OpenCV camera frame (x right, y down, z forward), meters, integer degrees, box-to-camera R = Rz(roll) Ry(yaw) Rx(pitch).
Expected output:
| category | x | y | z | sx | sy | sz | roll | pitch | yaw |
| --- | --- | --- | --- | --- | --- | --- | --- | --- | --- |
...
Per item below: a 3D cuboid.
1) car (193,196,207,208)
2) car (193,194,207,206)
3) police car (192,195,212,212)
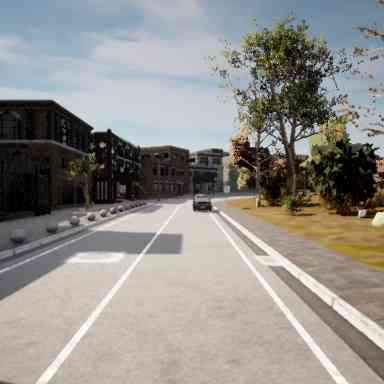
| category | x | y | z | sx | sy | sz | roll | pitch | yaw |
| --- | --- | --- | --- | --- | --- | --- | --- | --- | --- |
| car | 1.079 | 1.280 | 44.825 | 1.837 | 1.490 | 4.892 | 0 | 1 | 1 |
| car | 1.311 | 1.189 | 50.670 | 1.882 | 1.535 | 5.008 | 0 | 1 | 4 |
| police car | 1.050 | 1.233 | 34.979 | 1.930 | 1.638 | 5.238 | 0 | 0 | 0 |
